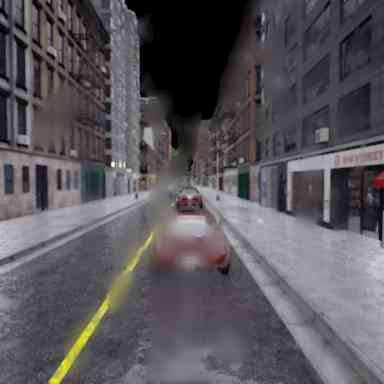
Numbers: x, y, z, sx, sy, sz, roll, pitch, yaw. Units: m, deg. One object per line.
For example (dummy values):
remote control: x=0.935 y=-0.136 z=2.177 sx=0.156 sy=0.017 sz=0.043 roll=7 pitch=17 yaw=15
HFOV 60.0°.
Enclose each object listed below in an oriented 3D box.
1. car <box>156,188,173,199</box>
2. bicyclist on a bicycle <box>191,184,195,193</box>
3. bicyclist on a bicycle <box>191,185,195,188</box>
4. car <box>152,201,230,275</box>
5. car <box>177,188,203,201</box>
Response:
car: x=-3.505 y=0.185 z=42.976 sx=1.895 sy=1.301 sz=4.718 roll=0 pitch=2 yaw=0
bicyclist on a bicycle: x=0.188 y=-0.719 z=65.547 sx=0.866 sy=1.612 sz=1.509 roll=0 pitch=2 yaw=-1
bicyclist on a bicycle: x=0.275 y=-0.425 z=56.552 sx=0.866 sy=1.612 sz=1.509 roll=0 pitch=2 yaw=-1
car: x=-0.018 y=1.218 z=9.274 sx=1.812 sy=1.442 sz=4.674 roll=0 pitch=2 yaw=0
car: x=-0.189 y=0.411 z=28.469 sx=2.097 sy=1.767 sz=4.553 roll=0 pitch=2 yaw=0
